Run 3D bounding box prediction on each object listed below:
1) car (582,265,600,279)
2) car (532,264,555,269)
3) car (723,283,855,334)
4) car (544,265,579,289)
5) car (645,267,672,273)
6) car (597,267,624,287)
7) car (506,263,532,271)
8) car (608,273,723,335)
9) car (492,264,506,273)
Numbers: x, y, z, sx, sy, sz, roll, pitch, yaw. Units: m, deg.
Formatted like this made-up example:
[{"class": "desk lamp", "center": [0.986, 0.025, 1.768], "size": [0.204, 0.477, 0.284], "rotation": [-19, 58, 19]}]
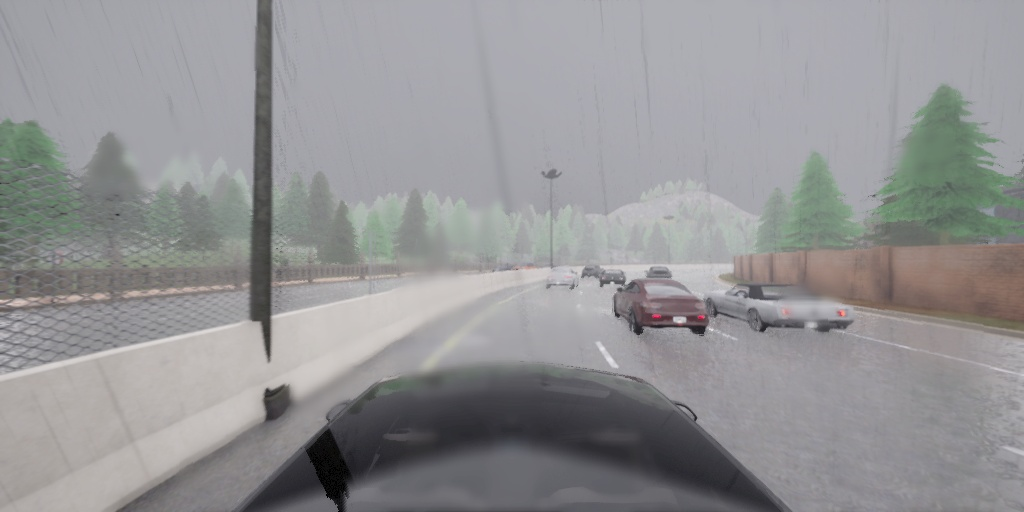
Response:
[{"class": "car", "center": [9.264, 1.782, 40.880], "size": [1.837, 1.490, 4.892], "rotation": [0, 0, 24]}, {"class": "car", "center": [5.019, 1.857, 48.632], "size": [2.128, 1.511, 4.902], "rotation": [0, -1, 28]}, {"class": "car", "center": [7.814, 1.494, 11.227], "size": [1.895, 1.301, 4.718], "rotation": [0, -1, 7]}, {"class": "car", "center": [3.768, 1.598, 26.138], "size": [1.812, 1.442, 4.674], "rotation": [0, -1, 16]}, {"class": "car", "center": [12.420, 1.655, 30.353], "size": [1.837, 1.490, 4.892], "rotation": [0, -1, 19]}, {"class": "car", "center": [8.060, 1.715, 28.472], "size": [1.895, 1.301, 4.718], "rotation": [0, -1, 18]}, {"class": "car", "center": [1.567, 1.716, 49.541], "size": [2.097, 1.767, 4.553], "rotation": [0, -1, 27]}, {"class": "car", "center": [4.315, 1.406, 10.971], "size": [1.812, 1.442, 4.674], "rotation": [0, -1, 6]}, {"class": "car", "center": [-1.040, 1.895, 52.160], "size": [2.128, 1.511, 4.902], "rotation": [0, -1, 28]}]
